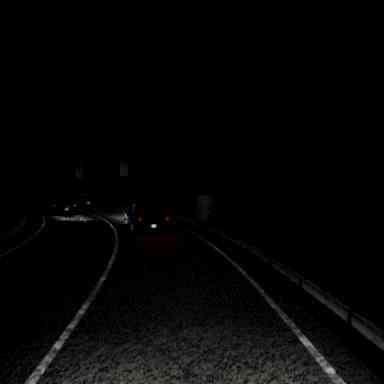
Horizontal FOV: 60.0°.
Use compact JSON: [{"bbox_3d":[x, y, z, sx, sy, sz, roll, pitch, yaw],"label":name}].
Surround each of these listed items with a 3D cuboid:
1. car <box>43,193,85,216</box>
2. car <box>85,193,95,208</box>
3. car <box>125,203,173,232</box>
[{"bbox_3d":[-10.095,0.911,25.433,2.128,1.511,4.902,0,1,-33],"label":"car"},{"bbox_3d":[-11.254,0.798,33.199,1.812,1.442,4.674,0,1,-40],"label":"car"},{"bbox_3d":[-2.422,1.234,17.549,1.895,1.301,4.718,0,1,-17],"label":"car"}]
